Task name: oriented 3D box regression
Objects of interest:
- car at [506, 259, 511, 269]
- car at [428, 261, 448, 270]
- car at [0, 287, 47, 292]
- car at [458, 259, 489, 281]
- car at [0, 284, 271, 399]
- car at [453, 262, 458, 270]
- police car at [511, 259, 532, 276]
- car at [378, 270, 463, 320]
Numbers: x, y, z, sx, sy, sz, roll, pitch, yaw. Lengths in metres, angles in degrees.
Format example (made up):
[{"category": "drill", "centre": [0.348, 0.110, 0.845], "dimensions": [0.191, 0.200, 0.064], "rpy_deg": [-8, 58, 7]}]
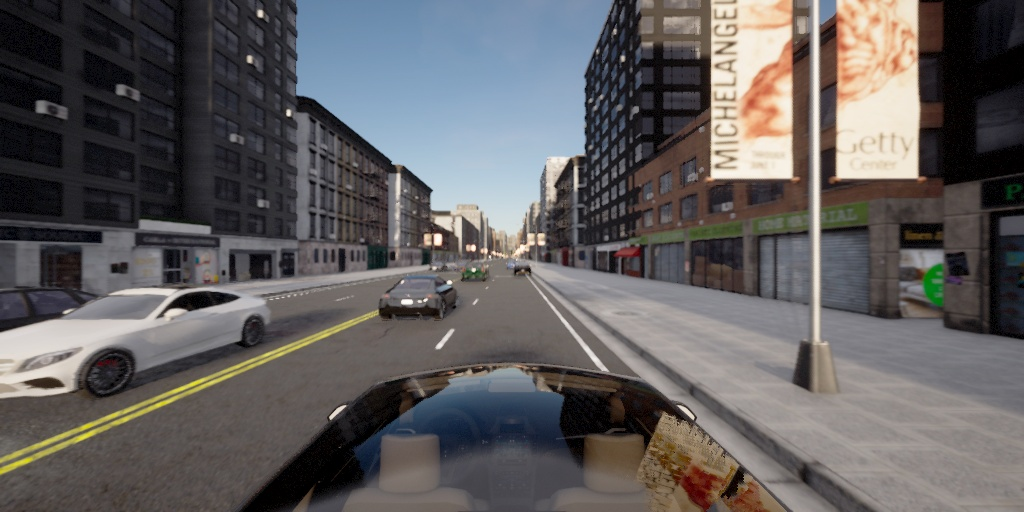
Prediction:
[{"category": "car", "centre": [0.006, 1.478, 59.808], "dimensions": [2.033, 1.411, 5.357], "rpy_deg": [0, 0, 0]}, {"category": "car", "centre": [-9.835, 1.391, 47.888], "dimensions": [2.128, 1.511, 4.902], "rpy_deg": [0, 0, 0]}, {"category": "car", "centre": [-9.849, 1.315, 6.638], "dimensions": [2.033, 1.411, 5.357], "rpy_deg": [0, 0, 0]}, {"category": "car", "centre": [-3.154, 1.207, 31.438], "dimensions": [2.097, 1.767, 4.553], "rpy_deg": [0, 0, 0]}, {"category": "car", "centre": [-6.601, 1.294, 6.645], "dimensions": [1.812, 1.442, 4.674], "rpy_deg": [0, 0, 0]}, {"category": "car", "centre": [-6.582, 1.254, 48.453], "dimensions": [2.097, 1.767, 4.553], "rpy_deg": [0, 0, 0]}, {"category": "police car", "centre": [1.134, 1.304, 39.556], "dimensions": [1.930, 1.638, 5.238], "rpy_deg": [0, 0, 0]}, {"category": "car", "centre": [-3.153, 1.355, 12.783], "dimensions": [1.994, 1.385, 4.181], "rpy_deg": [0, 0, 0]}]
